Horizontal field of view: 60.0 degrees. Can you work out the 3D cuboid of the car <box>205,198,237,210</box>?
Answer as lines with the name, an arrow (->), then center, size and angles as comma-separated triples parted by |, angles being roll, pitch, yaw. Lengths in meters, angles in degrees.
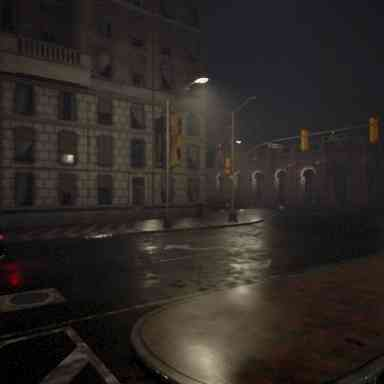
car -> 2.996, 1.491, 43.051 | 2.128, 1.511, 4.902 | 0, 0, -36

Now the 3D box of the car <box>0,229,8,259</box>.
car -> -7.495, 1.491, 8.470 | 4.902, 1.511, 2.128 | 0, 0, -36

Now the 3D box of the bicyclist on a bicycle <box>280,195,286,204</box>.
bicyclist on a bicycle -> 15.477, 1.300, 56.462 | 1.656, 1.620, 0.582 | 0, 0, -36

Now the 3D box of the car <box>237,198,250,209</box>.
car -> 5.740, 1.525, 45.232 | 1.812, 1.442, 4.674 | 0, 0, -36
